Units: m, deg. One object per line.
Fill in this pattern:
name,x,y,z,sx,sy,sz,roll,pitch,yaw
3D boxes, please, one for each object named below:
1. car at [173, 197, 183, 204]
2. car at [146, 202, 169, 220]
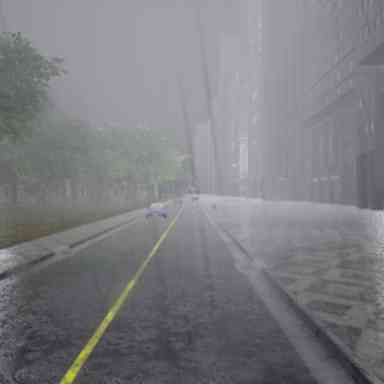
car,-3.033,1.848,70.981,1.994,1.385,4.181,0,0,0
car,-3.109,1.697,30.636,1.812,1.442,4.674,0,-1,0
